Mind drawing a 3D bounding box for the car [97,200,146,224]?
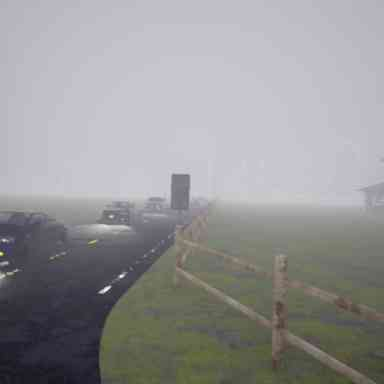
[{"bbox_3d":[-4.728,1.308,22.231,1.994,1.385,4.181,2,0,6],"label":"car"}]

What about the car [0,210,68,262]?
[{"bbox_3d":[-5.764,1.321,11.004,1.994,1.385,4.181,2,0,3],"label":"car"}]

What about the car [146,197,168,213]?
[{"bbox_3d":[-3.640,1.241,33.472,1.837,1.490,4.892,2,0,6],"label":"car"}]

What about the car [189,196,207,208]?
[{"bbox_3d":[0.425,1.384,45.224,2.033,1.411,5.357,2,0,6],"label":"car"}]
